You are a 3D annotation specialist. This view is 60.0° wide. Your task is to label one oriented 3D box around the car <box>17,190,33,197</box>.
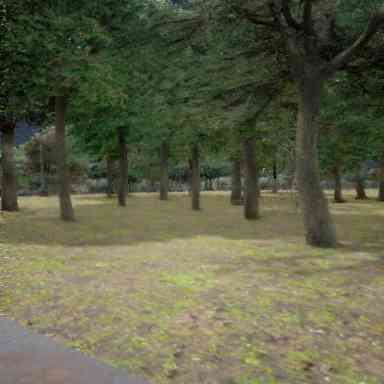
[{"bbox_3d":[-32.616,0.372,62.604,2.128,1.511,4.902,-3,0,34],"label":"car"}]
